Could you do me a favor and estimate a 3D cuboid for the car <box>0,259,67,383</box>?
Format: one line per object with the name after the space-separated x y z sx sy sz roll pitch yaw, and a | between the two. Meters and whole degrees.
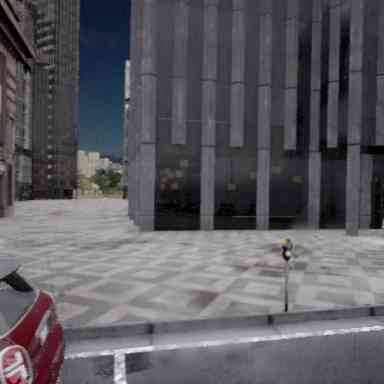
-3.298 1.349 2.740 4.097 1.590 1.967 1 0 -13 | car
